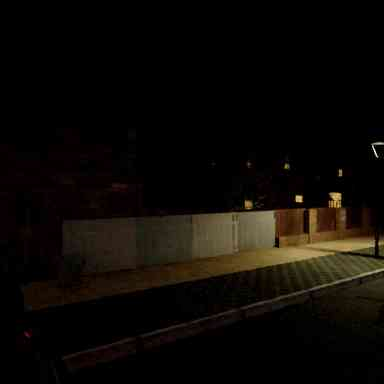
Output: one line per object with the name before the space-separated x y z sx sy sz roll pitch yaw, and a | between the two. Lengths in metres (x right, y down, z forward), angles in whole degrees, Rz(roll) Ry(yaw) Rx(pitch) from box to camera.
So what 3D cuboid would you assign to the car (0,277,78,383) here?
car | -2.609 1.350 1.087 4.553 1.767 2.097 0 0 -36
